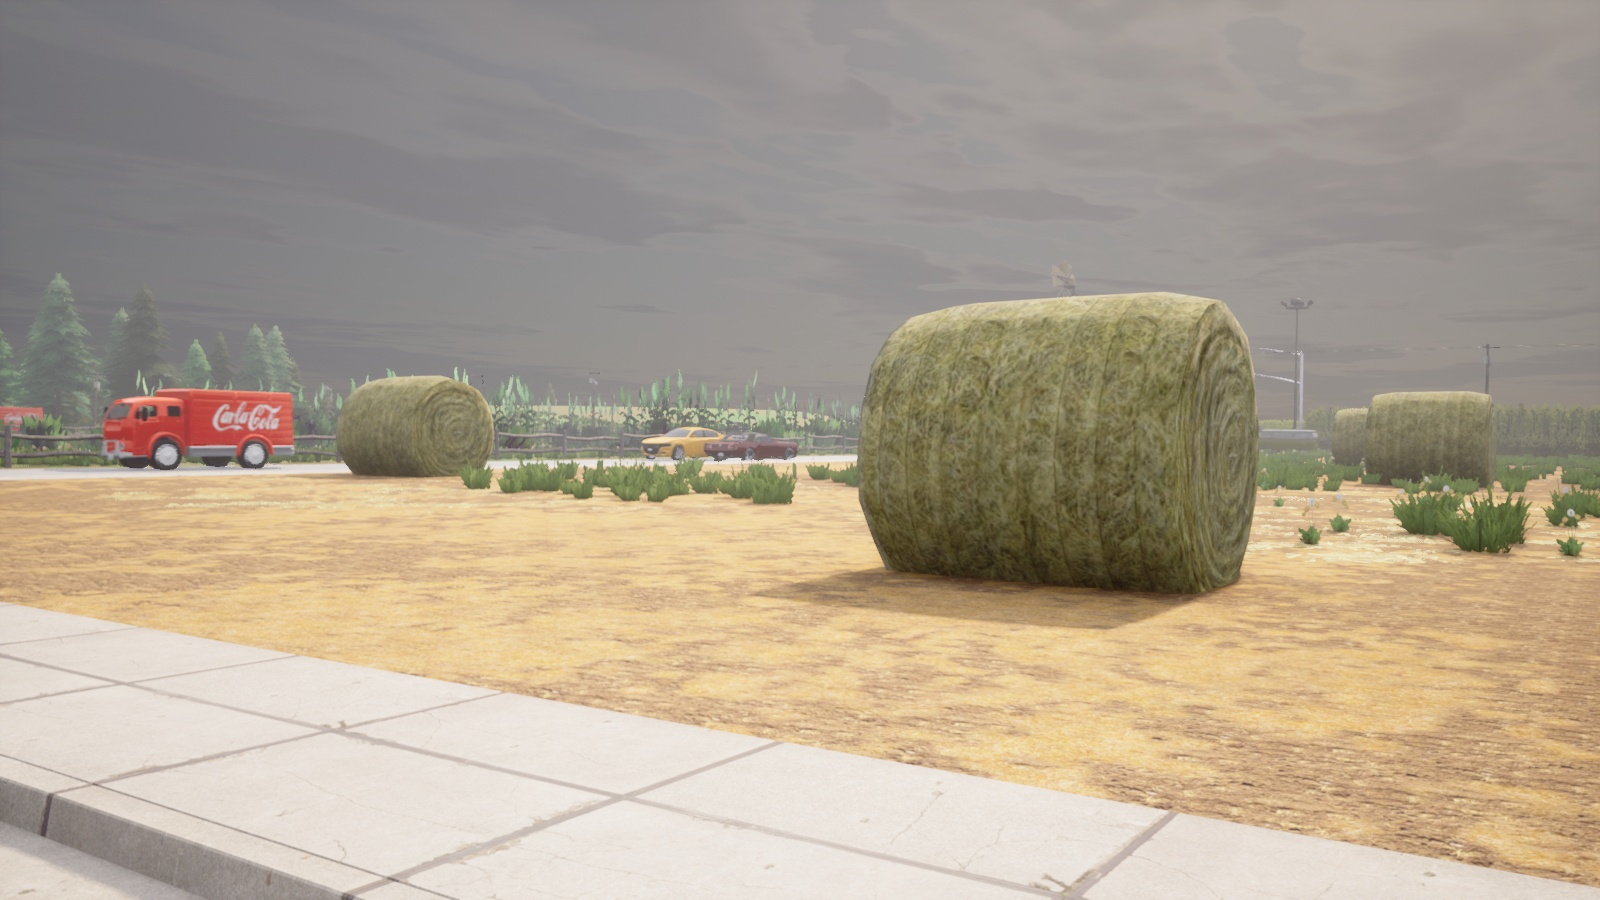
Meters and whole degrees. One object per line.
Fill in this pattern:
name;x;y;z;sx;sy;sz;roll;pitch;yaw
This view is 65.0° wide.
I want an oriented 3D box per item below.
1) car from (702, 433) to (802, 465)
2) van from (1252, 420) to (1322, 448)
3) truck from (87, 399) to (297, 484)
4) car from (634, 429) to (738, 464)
car;-2.073;-0.069;55.739;1.895;1.301;4.718;0;1;36
van;35.888;-1.186;92.592;4.442;1.987;1.775;0;1;40
truck;-18.755;-0.295;38.984;2.627;2.467;5.204;0;1;36
car;-5.173;-0.201;57.431;1.882;1.535;5.008;0;1;36
